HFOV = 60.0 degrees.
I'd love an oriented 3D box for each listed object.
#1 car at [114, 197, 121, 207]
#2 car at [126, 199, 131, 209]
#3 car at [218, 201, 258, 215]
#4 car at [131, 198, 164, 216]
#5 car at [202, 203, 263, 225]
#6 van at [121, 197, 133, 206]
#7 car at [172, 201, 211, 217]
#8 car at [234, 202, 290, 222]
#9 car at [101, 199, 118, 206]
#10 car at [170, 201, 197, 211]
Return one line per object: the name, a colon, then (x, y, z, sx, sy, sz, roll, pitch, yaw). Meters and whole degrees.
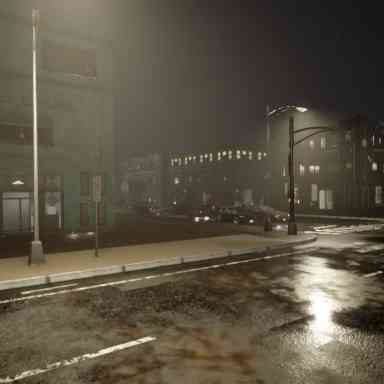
car: (-14.067, 1.939, 65.094, 2.192, 1.841, 5.009, -1, 0, -35)
car: (-6.388, 1.997, 44.367, 2.033, 1.411, 5.357, -1, 0, -35)
car: (5.202, 1.809, 38.041, 2.008, 1.369, 4.403, -2, 0, -35)
car: (-4.836, 1.845, 37.687, 1.967, 1.590, 4.097, -1, 0, -35)
car: (3.117, 1.814, 26.314, 1.947, 1.339, 4.313, -2, 0, -35)
van: (-10.856, 1.906, 60.585, 1.690, 1.788, 3.998, -1, 0, -35)
car: (-0.289, 1.895, 35.767, 1.994, 1.385, 4.181, -1, 0, -37)
car: (5.523, 1.764, 27.626, 2.033, 1.411, 5.357, -1, 0, -36)
car: (-17.272, 2.226, 69.603, 1.887, 1.381, 4.507, -1, 0, -35)
car: (-1.218, 1.965, 47.059, 1.802, 1.307, 4.206, -2, 0, -35)
